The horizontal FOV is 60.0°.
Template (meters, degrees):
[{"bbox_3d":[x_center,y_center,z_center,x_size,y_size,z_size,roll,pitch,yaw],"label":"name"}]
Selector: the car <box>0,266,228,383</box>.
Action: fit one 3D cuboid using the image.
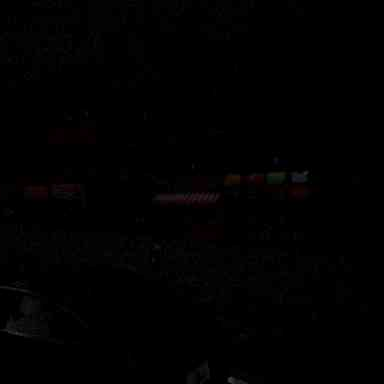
[{"bbox_3d":[-1.638,1.597,3.988,4.313,1.339,1.947,-1,-1,35],"label":"car"}]
